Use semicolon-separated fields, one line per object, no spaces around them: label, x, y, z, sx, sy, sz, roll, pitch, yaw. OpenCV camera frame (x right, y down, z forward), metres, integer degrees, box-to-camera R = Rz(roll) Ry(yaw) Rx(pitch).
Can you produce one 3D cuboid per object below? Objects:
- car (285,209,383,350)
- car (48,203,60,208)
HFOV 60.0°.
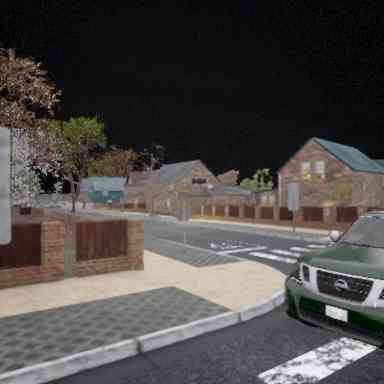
car;4.088;1.343;6.089;5.566;2.045;2.150;3;-1;-38
car;-35.147;3.465;86.104;2.033;1.411;5.357;-1;-1;-30
